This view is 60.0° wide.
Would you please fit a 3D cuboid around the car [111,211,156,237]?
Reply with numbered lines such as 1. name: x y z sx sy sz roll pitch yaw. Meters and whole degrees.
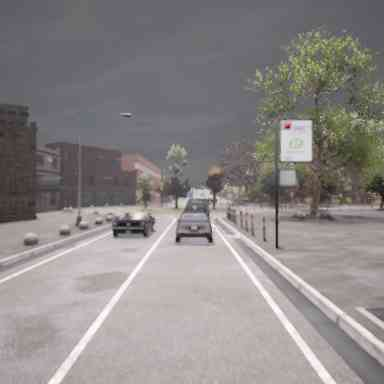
1. car: -3.251 1.783 19.242 1.895 1.301 4.718 0 -1 0

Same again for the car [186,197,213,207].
1. car: 0.634 1.668 33.770 2.150 2.045 5.566 0 -1 7

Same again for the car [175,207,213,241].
1. car: 0.099 1.698 17.446 2.033 1.411 5.357 0 -1 0
